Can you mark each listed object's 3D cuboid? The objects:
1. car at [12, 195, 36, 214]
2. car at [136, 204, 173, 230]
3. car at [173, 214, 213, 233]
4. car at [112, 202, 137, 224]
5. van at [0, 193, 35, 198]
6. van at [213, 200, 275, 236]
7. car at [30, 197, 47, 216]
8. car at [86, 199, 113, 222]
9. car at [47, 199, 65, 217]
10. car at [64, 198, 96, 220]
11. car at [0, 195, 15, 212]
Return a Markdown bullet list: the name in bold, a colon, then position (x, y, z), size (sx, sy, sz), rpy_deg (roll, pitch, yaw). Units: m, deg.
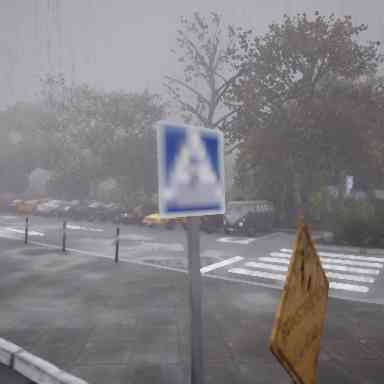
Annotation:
- **car**: position (-14.603, 1.389, 33.127), size (2.097, 1.535, 5.008), rpy_deg (1, 1, 35)
- **car**: position (-1.140, 1.643, 23.330), size (1.946, 1.575, 5.366), rpy_deg (1, 1, 35)
- **car**: position (1.247, 1.719, 21.896), size (2.163, 1.488, 4.792), rpy_deg (1, 1, 35)
- **car**: position (-3.277, 1.632, 25.113), size (2.163, 1.488, 4.792), rpy_deg (1, 1, 35)
- **van**: position (-19.054, 1.080, 36.441), size (1.878, 1.987, 4.442), rpy_deg (1, 1, 35)
- **van**: position (3.425, 1.507, 20.167), size (1.878, 1.987, 4.442), rpy_deg (1, 1, 35)
- **car**: position (-12.340, 1.472, 31.521), size (2.002, 1.452, 4.674), rpy_deg (1, 1, 35)
- **car**: position (-5.557, 1.561, 26.692), size (2.231, 1.521, 4.892), rpy_deg (1, 1, 35)
- **car**: position (-10.057, 1.348, 29.938), size (2.185, 1.767, 4.553), rpy_deg (1, 1, 35)
- **car**: position (-7.812, 1.516, 28.310), size (2.097, 1.535, 5.008), rpy_deg (1, 1, 35)
- **car**: position (-16.865, 1.388, 34.738), size (2.002, 1.452, 4.674), rpy_deg (1, 1, 35)
